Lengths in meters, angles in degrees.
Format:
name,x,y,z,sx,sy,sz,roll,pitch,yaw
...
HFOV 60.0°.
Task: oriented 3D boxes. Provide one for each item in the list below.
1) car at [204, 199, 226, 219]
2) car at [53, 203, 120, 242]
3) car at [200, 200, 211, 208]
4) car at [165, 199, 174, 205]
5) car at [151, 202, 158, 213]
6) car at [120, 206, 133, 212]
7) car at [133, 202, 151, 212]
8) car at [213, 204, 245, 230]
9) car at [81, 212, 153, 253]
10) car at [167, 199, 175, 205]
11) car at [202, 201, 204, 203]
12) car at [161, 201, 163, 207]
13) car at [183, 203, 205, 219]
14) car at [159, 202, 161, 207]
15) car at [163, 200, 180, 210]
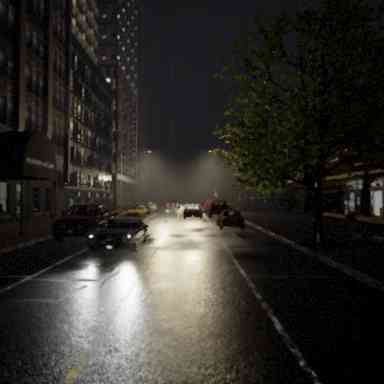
name,x,y,z,sx,sy,sz,roll,pitch,yaw
car,2.699,1.766,34.641,2.192,1.841,5.009,1,-1,0
car,-5.678,1.553,18.001,2.192,1.841,5.009,1,-1,0
car,2.690,2.423,67.911,1.947,1.339,4.313,1,-1,0
car,-5.693,2.616,84.544,1.947,1.339,4.313,1,-1,0
car,-5.686,2.085,40.181,1.947,1.339,4.313,1,-1,0
car,-5.682,1.832,23.373,1.752,1.417,4.829,1,-1,0
car,-5.685,1.973,34.464,1.752,1.417,4.829,1,-1,0
car,2.698,1.837,23.717,1.752,1.417,4.829,1,-1,0
car,-3.103,1.797,14.727,1.895,1.301,4.718,0,-1,0
car,-5.694,2.696,90.089,1.802,1.307,4.206,1,-1,0
car,2.697,1.904,45.733,2.192,1.841,5.009,1,-1,0
car,-5.690,2.422,67.907,1.947,1.339,4.313,1,-1,0
car,0.081,2.040,33.725,1.895,1.301,4.718,0,-1,0
car,-5.686,2.112,45.556,1.752,1.417,4.829,1,-1,0
car,-3.087,2.054,54.984,2.097,1.767,4.553,0,-1,0
